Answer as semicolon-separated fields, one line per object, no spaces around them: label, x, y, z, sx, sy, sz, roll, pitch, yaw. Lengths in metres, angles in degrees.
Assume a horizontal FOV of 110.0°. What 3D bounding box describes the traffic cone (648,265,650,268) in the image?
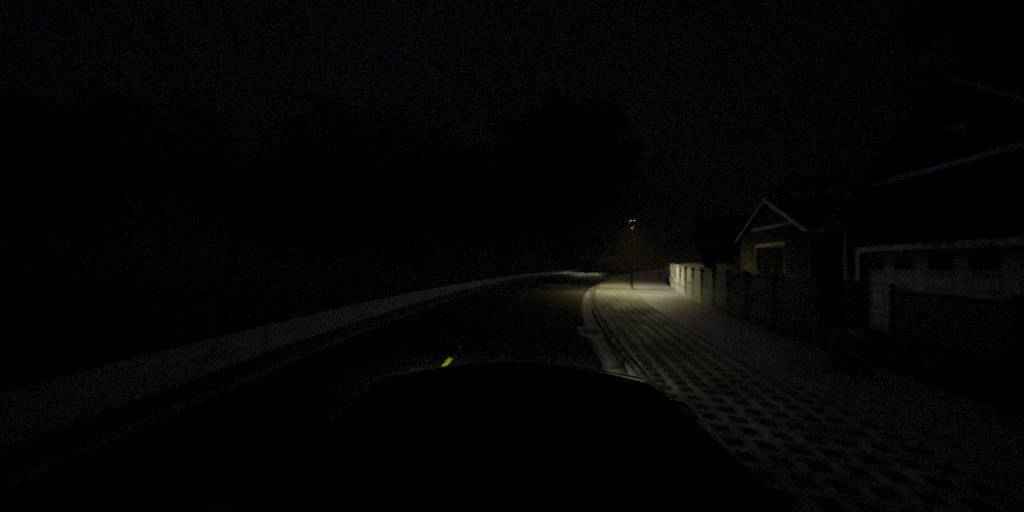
traffic cone;21.607;1.565;56.629;0.340;0.580;0.340;0;0;-41

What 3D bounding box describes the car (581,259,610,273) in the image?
car;9.657;1.080;41.323;1.882;1.535;5.008;-1;0;35
